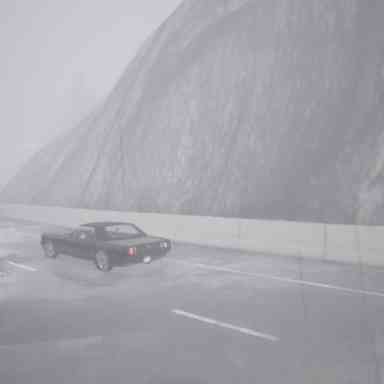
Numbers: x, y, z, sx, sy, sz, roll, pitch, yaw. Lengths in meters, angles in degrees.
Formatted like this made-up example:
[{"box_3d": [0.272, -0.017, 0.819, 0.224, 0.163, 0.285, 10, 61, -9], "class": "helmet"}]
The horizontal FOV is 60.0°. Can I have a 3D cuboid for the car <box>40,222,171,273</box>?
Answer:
[{"box_3d": [-2.998, 1.618, 10.822, 4.718, 1.301, 1.895, 0, 0, 39], "class": "car"}]
